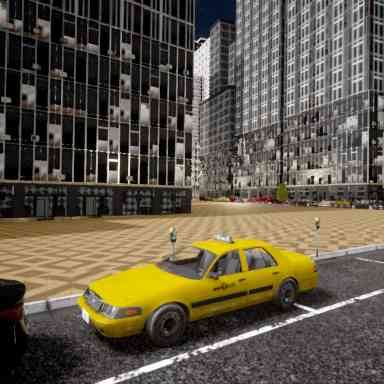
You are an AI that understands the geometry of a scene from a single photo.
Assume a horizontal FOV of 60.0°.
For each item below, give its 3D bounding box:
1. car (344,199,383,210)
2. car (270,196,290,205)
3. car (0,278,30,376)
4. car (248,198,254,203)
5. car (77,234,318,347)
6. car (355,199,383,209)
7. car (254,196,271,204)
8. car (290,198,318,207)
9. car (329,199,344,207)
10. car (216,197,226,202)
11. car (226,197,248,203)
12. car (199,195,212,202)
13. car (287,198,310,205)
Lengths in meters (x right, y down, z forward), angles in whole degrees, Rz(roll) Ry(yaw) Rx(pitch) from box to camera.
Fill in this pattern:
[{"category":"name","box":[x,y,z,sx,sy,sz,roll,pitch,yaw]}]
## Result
[{"category":"car","box":[22.584,1.655,43.179,2.008,1.369,4.403,1,-1,-22]},{"category":"car","box":[16.263,1.638,58.719,1.967,1.590,4.097,1,-1,-22]},{"category":"car","box":[-3.964,1.565,3.258,4.313,1.339,1.947,0,1,-36]},{"category":"car","box":[15.117,2.054,82.431,1.802,1.307,4.206,1,-1,-22]},{"category":"car","box":[0.401,1.528,6.315,4.829,1.417,1.752,0,1,-35]},{"category":"car","box":[27.770,1.835,51.340,2.008,1.369,4.403,1,-1,-22]},{"category":"car","box":[17.230,1.756,77.252,2.192,1.841,5.009,1,-1,-22]},{"category":"car","box":[18.369,1.717,53.538,2.008,1.369,4.403,1,-1,-22]},{"category":"car","box":[25.597,1.842,56.679,1.752,1.417,4.829,1,-1,-22]},{"category":"car","box":[7.895,1.848,79.279,1.752,1.417,4.829,1,-1,-22]},{"category":"car","box":[9.939,1.732,74.258,1.967,1.590,4.097,1,-1,-22]},{"category":"car","box":[3.618,1.701,89.797,2.192,1.841,5.009,1,-1,-22]},{"category":"car","box":[21.444,1.929,66.885,2.008,1.369,4.403,1,-1,-22]}]
